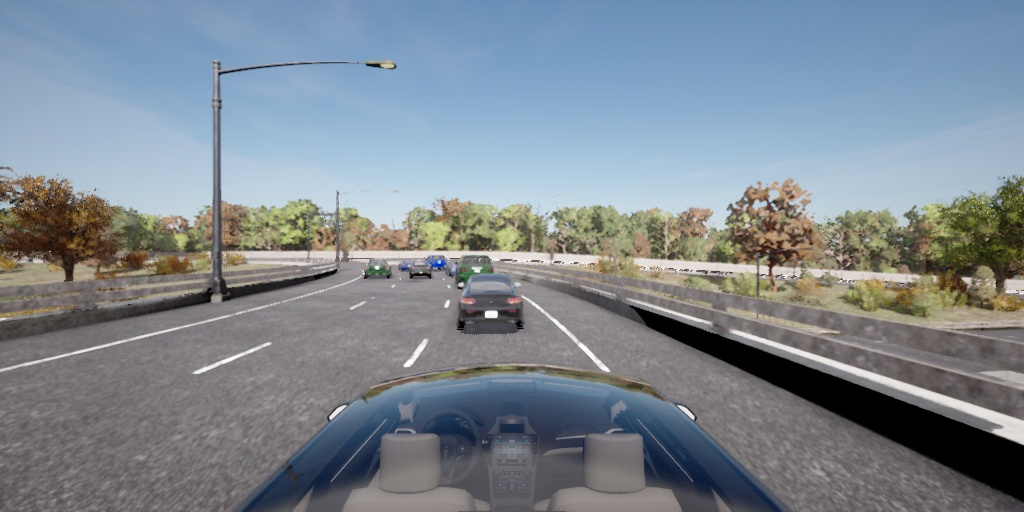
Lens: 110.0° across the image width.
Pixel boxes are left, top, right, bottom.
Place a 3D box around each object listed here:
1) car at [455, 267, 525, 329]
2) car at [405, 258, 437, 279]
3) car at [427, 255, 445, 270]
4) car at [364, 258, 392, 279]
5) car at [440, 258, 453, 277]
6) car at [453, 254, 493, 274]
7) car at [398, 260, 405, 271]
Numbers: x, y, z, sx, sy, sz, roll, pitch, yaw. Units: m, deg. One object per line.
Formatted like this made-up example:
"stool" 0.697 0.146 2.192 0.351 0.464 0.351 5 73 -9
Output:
"car" -0.680 1.250 11.037 1.812 1.442 4.674 0 0 -4
"car" -8.211 1.162 32.026 2.128 1.511 4.902 0 0 -16
"car" -10.097 0.852 47.005 2.150 2.045 5.566 0 0 -24
"car" -11.919 1.024 32.094 2.097 1.767 4.553 0 0 -17
"car" -5.473 1.207 34.955 2.033 1.411 5.357 0 0 -17
"car" -2.455 0.916 23.012 2.150 2.045 5.566 0 1 -10
"car" -13.311 1.199 45.589 1.994 1.385 4.181 0 0 -24
